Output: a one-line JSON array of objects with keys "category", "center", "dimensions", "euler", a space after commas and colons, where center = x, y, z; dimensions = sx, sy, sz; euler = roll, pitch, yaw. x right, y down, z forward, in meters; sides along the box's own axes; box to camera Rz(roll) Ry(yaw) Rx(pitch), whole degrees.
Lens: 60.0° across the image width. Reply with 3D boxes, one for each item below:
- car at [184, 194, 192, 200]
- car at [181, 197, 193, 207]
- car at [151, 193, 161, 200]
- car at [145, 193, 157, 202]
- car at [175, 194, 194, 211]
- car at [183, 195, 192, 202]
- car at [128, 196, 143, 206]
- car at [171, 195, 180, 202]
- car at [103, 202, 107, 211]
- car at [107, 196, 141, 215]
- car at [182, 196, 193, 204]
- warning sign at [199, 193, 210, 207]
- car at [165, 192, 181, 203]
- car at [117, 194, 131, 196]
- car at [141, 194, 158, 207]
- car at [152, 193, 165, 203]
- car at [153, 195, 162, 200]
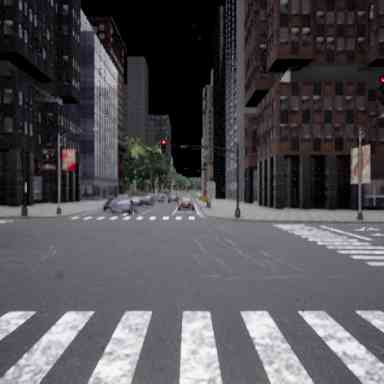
[{"category": "car", "center": [-1.073, 1.371, 88.194], "dimensions": [1.967, 1.590, 4.097], "euler": [0, 0, 0]}, {"category": "car", "center": [-0.762, 1.499, 50.220], "dimensions": [1.802, 1.307, 4.206], "euler": [0, 0, 0]}, {"category": "car", "center": [-9.599, 1.246, 88.137], "dimensions": [2.192, 1.841, 5.009], "euler": [0, 0, 0]}, {"category": "car", "center": [-9.510, 1.239, 77.285], "dimensions": [2.192, 1.841, 5.009], "euler": [0, 0, 0]}, {"category": "car", "center": [-0.674, 1.358, 39.371], "dimensions": [1.967, 1.590, 4.097], "euler": [0, 0, 0]}, {"category": "car", "center": [-0.941, 1.447, 72.090], "dimensions": [1.752, 1.417, 4.829], "euler": [0, 0, 0]}, {"category": "car", "center": [-9.330, 1.443, 55.411], "dimensions": [1.752, 1.417, 4.829], "euler": [0, 0, 0]}, {"category": "car", "center": [-3.732, 1.409, 75.940], "dimensions": [1.812, 1.442, 4.674], "euler": [0, 0, 0]}, {"category": "car", "center": [-9.199, 1.483, 39.304], "dimensions": [1.947, 1.339, 4.313], "euler": [0, 0, 0]}, {"category": "car", "center": [-6.548, 1.444, 32.613], "dimensions": [1.812, 1.442, 4.674], "euler": [0, 0, 1]}, {"category": "car", "center": [-0.851, 1.463, 61.070], "dimensions": [1.887, 1.381, 4.507], "euler": [0, 0, 0]}, {"category": "warning sign", "center": [1.607, 1.033, 43.059], "dimensions": [1.300, 1.860, 1.060], "euler": [0, 0, 0]}, {"category": "car", "center": [-3.651, 1.271, 65.902], "dimensions": [2.097, 1.767, 4.553], "euler": [0, 0, 0]}, {"category": "car", "center": [-9.244, 1.232, 44.730], "dimensions": [2.192, 1.841, 5.009], "euler": [0, 0, 0]}, {"category": "car", "center": [-6.596, 1.465, 48.466], "dimensions": [2.033, 1.411, 5.357], "euler": [0, 0, 0]}, {"category": "car", "center": [-6.671, 1.484, 66.483], "dimensions": [1.994, 1.385, 4.181], "euler": [0, 0, 0]}, {"category": "car", "center": [-9.642, 1.481, 93.562], "dimensions": [1.887, 1.381, 4.507], "euler": [0, 0, 0]}]
